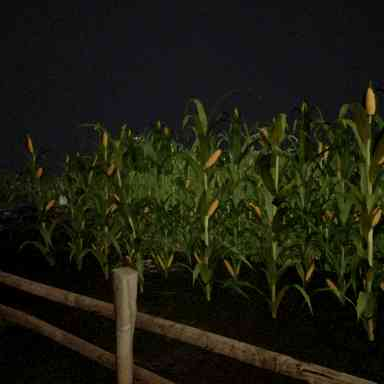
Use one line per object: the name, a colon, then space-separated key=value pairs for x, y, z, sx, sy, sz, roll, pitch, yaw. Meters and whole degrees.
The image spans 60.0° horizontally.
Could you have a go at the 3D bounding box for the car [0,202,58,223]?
car: x=-12.045 y=1.449 z=24.428 sx=1.994 sy=1.385 sz=4.181 roll=0 pitch=1 yaw=35
